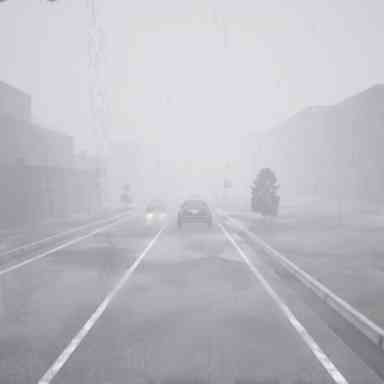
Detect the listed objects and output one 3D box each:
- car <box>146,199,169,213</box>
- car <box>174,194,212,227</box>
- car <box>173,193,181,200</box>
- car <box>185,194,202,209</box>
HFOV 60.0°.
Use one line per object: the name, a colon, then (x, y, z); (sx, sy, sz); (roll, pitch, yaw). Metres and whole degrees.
car: (-3.462, 1.373, 33.785); (1.994, 1.385, 4.181); (0, 0, 0)
car: (0.165, 1.236, 21.970); (2.097, 1.767, 4.553); (0, 0, 0)
car: (-3.191, 1.029, 75.486); (1.882, 1.535, 5.008); (0, 0, 0)
car: (0.186, 1.113, 42.357); (2.097, 1.767, 4.553); (0, 0, 0)
